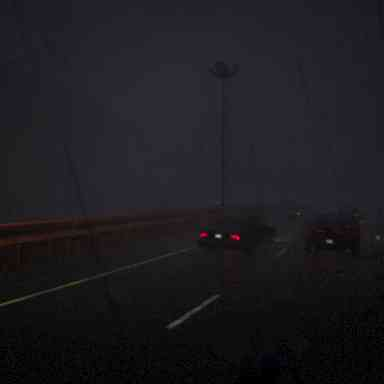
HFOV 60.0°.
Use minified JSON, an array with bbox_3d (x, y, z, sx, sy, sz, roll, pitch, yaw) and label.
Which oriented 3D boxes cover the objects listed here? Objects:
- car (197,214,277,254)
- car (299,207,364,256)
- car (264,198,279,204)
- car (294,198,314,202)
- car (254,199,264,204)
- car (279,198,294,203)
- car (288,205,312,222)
[{"bbox_3d":[2.104,1.644,14.037,2.033,1.411,5.357,0,0,28],"label":"car"},{"bbox_3d":[6.033,1.610,13.973,1.882,1.535,5.008,0,0,28],"label":"car"},{"bbox_3d":[18.137,2.069,71.846,1.837,1.490,4.892,0,0,40],"label":"car"},{"bbox_3d":[23.027,1.942,66.811,2.097,1.767,4.553,0,0,40],"label":"car"},{"bbox_3d":[15.677,2.155,74.356,1.895,1.301,4.718,0,0,40],"label":"car"},{"bbox_3d":[20.567,2.055,69.320,1.882,1.535,5.008,0,0,40],"label":"car"},{"bbox_3d":[9.496,1.810,28.237,1.994,1.385,4.181,0,0,28],"label":"car"}]
